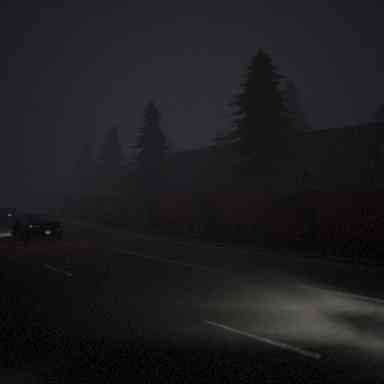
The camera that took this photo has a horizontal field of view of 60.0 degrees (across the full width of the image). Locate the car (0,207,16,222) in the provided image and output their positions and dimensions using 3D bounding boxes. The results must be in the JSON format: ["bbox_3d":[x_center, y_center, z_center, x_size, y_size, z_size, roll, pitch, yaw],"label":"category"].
[{"bbox_3d":[-18.219,2.166,33.129,1.994,1.385,4.181,1,-1,-30],"label":"car"}]

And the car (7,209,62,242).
[{"bbox_3d":[-8.683,1.866,18.552,1.812,1.442,4.674,1,-1,-39],"label":"car"}]
